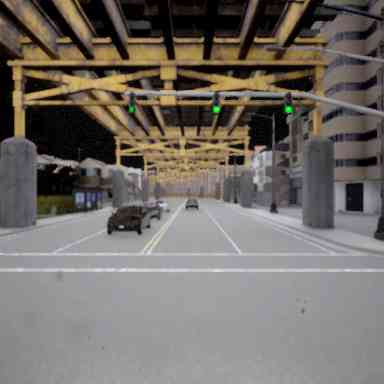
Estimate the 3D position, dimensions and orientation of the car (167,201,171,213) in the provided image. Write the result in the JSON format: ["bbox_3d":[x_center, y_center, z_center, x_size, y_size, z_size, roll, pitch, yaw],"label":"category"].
[{"bbox_3d":[-3.537,1.623,38.961,1.812,1.442,4.674,0,0,1],"label":"car"}]

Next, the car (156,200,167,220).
[{"bbox_3d":[-3.575,1.636,28.695,1.994,1.385,4.181,0,0,1],"label":"car"}]

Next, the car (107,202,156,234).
[{"bbox_3d":[-3.572,1.527,19.611,1.882,1.535,5.008,0,0,1],"label":"car"}]

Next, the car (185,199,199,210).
[{"bbox_3d":[0.025,1.662,45.528,2.033,1.411,5.357,0,0,0],"label":"car"}]
